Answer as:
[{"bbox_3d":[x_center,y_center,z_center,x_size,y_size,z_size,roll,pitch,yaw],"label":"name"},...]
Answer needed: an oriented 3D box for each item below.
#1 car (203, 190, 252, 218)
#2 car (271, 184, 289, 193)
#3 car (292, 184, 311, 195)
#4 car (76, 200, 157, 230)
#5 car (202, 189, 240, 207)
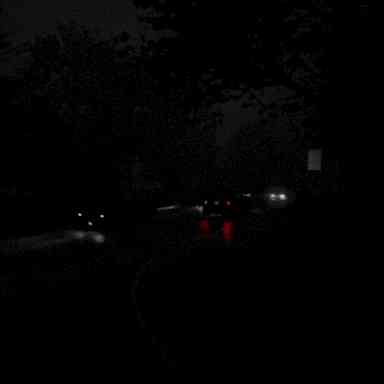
[{"bbox_3d":[2.562,0.649,22.870,2.097,1.767,4.553,1,3,28],"label":"car"},{"bbox_3d":[13.293,-0.500,49.858,1.895,1.301,4.718,1,3,28],"label":"car"},{"bbox_3d":[15.365,-0.376,46.634,1.994,1.385,4.181,1,4,28],"label":"car"},{"bbox_3d":[-3.937,1.126,18.045,1.895,1.301,4.718,1,3,27],"label":"car"},{"bbox_3d":[2.781,0.501,30.557,1.994,1.385,4.181,1,3,28],"label":"car"}]
